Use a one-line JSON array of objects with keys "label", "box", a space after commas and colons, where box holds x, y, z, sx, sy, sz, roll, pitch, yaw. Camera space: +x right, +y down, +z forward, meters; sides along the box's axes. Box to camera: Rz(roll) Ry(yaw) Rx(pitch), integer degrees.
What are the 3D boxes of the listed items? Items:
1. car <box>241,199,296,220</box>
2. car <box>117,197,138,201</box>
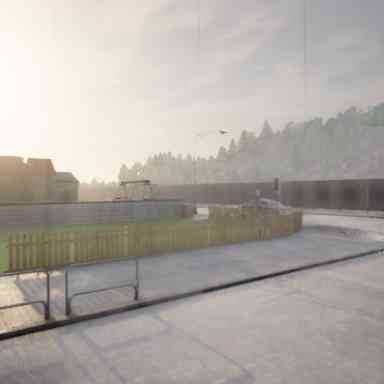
[{"label": "car", "box": [6.107, 1.331, 26.814, 1.837, 1.490, 4.892, -1, 1, -36]}, {"label": "car", "box": [-9.338, 1.393, 48.461, 1.994, 1.385, 4.181, -1, 0, -36]}]
